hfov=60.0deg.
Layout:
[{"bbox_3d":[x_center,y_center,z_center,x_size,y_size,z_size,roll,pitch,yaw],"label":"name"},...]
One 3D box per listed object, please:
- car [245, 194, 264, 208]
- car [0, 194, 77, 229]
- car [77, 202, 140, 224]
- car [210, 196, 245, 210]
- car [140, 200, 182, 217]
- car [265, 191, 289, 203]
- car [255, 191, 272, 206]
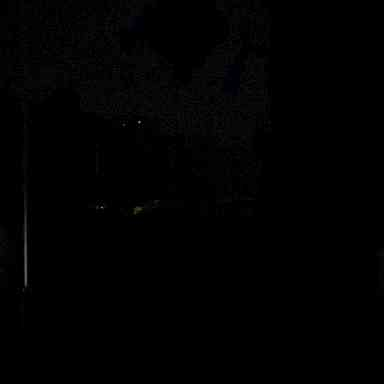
[{"bbox_3d":[6.983,1.252,41.454,1.802,1.307,4.206,-1,0,35],"label":"car"},{"bbox_3d":[-10.532,1.129,21.104,2.150,2.045,5.566,-1,0,35],"label":"car"},{"bbox_3d":[-6.055,1.389,22.874,2.008,1.369,4.403,0,0,35],"label":"car"},{"bbox_3d":[3.722,1.150,36.809,1.967,1.590,4.097,-1,0,35],"label":"car"},{"bbox_3d":[-2.698,1.317,27.658,1.752,1.417,4.829,0,0,35],"label":"car"},{"bbox_3d":[14.558,0.823,56.689,2.150,2.045,5.566,-1,0,35],"label":"car"},{"bbox_3d":[10.240,0.948,46.098,2.192,1.841,5.009,-1,0,35],"label":"car"}]
